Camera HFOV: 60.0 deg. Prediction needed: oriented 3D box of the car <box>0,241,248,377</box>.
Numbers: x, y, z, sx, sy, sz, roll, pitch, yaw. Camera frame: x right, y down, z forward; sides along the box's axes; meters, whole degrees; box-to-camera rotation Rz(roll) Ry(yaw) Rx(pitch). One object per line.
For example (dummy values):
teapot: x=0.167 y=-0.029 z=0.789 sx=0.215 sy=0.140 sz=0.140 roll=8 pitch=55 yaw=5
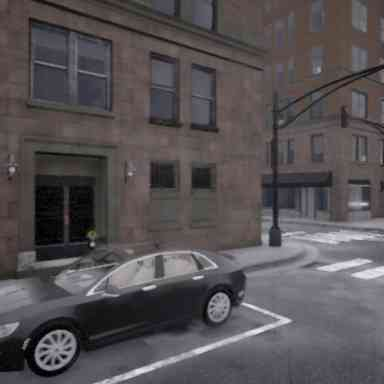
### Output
car: x=-1.030 y=1.555 z=5.454 sx=4.403 sy=1.369 sz=2.008 roll=0 pitch=0 yaw=-35
